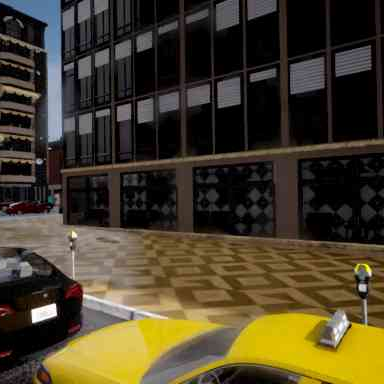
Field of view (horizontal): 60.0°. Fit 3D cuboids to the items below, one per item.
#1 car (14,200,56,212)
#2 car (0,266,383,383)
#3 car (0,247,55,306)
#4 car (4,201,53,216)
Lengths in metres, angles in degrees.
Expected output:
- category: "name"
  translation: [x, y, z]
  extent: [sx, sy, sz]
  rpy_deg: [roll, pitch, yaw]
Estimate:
- category: "car"
  translation: [-19.391, 1.742, 41.247]
  extent: [1.947, 1.339, 4.313]
  rpy_deg: [-2, -1, 35]
- category: "car"
  translation: [0.736, 1.526, 2.367]
  extent: [4.829, 1.417, 1.752]
  rpy_deg: [0, -1, 35]
- category: "car"
  translation: [-3.565, 1.568, 5.413]
  extent: [4.313, 1.339, 1.947]
  rpy_deg: [0, -1, 35]
- category: "car"
  translation: [-15.731, 1.580, 31.896]
  extent: [1.802, 1.307, 4.206]
  rpy_deg: [-2, -1, 35]
